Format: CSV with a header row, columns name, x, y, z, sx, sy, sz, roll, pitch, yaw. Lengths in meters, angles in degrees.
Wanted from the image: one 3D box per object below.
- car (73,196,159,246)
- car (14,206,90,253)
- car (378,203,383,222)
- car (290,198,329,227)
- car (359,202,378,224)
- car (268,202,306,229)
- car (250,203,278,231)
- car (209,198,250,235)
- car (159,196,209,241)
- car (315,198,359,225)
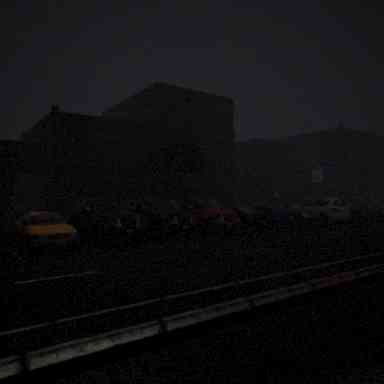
name,x,y,z,sx,sy,sz,roll,pitch,yaw
car,-4.150,1.252,15.899,2.435,2.045,5.566,0,0,-36
car,-6.297,1.488,14.168,1.946,1.575,5.366,0,0,-36
car,13.773,1.670,28.733,2.185,1.767,4.553,1,-1,-36
car,7.015,1.528,23.969,2.185,1.767,4.553,1,-1,-36
car,11.532,1.497,27.131,2.435,2.045,5.566,1,-1,-36
car,4.772,1.642,22.360,2.163,1.488,4.792,1,-1,-36
car,2.556,1.573,20.730,2.097,1.535,5.008,1,0,-36
car,0.330,1.293,19.107,2.435,2.045,5.566,1,0,-36
car,-1.908,1.267,17.504,2.435,2.045,5.566,0,0,-36
car,9.258,1.450,25.572,2.435,2.045,5.566,1,-1,-36
